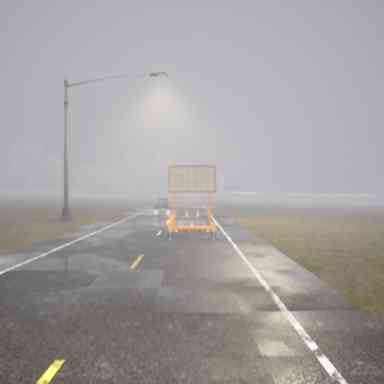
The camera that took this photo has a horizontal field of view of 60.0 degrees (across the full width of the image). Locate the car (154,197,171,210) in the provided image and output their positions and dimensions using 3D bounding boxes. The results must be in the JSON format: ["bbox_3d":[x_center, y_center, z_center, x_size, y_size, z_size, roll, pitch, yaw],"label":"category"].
[{"bbox_3d":[-3.588,1.391,41.340,1.837,1.490,4.892,0,0,0],"label":"car"}]

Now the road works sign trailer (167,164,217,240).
[{"bbox_3d":[0.000,0.419,16.671,2.380,3.560,2.880,0,0,0],"label":"road works sign trailer"}]
